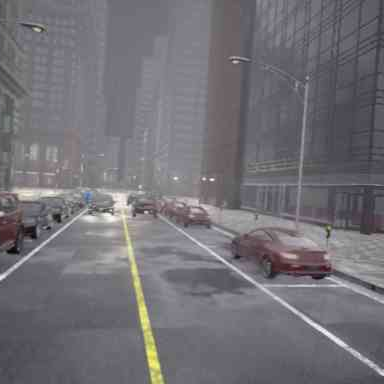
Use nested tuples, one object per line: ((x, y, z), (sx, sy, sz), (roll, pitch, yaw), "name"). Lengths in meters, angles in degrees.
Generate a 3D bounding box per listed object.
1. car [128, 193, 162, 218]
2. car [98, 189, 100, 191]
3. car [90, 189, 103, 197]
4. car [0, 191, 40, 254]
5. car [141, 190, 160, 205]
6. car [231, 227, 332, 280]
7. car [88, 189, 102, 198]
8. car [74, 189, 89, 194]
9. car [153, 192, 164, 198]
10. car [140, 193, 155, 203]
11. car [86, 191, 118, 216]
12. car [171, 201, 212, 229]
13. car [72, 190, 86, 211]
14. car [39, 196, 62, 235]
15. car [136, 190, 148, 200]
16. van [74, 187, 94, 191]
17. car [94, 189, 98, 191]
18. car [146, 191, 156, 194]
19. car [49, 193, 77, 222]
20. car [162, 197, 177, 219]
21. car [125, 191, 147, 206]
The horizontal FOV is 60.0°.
((-3.800, 1.157, 26.350), (1.837, 1.490, 4.892), (4, 0, -13), "car")
((-14.403, 0.443, 46.876), (1.802, 1.307, 4.206), (4, 0, -13), "car")
((-18.118, 0.119, 63.369), (2.008, 1.369, 4.403), (4, 0, -13), "car")
((-5.715, 0.889, 8.389), (2.192, 1.841, 5.009), (4, 0, -13), "car")
((-6.091, 0.747, 48.757), (2.192, 1.841, 5.009), (4, 0, -13), "car")
((2.562, 1.725, 10.276), (1.802, 1.307, 4.206), (4, 0, -13), "car")
((-16.880, 0.231, 57.871), (1.947, 1.339, 4.313), (4, 0, -13), "car")
((-10.687, 0.744, 30.382), (1.802, 1.307, 4.206), (4, 0, -13), "car")
((-2.383, 1.172, 32.266), (1.967, 1.590, 4.097), (4, 0, -13), "car")
((-7.346, 0.899, 54.255), (1.947, 1.339, 4.313), (4, 0, -13), "car")
((-6.907, 0.942, 25.818), (1.837, 1.490, 4.892), (4, 0, -12), "car")
((0.085, 1.518, 21.271), (1.802, 1.307, 4.206), (4, 0, -13), "car")
((-9.446, 0.815, 24.883), (2.008, 1.369, 4.403), (4, 0, -13), "car")
((-6.970, 1.036, 13.888), (1.947, 1.339, 4.313), (4, 0, -13), "car")
((-9.816, 0.578, 65.250), (1.967, 1.590, 4.097), (4, 0, -13), "car")
((-11.910, 0.403, 35.879), (1.690, 1.788, 3.998), (4, 0, -13), "van")
((-13.123, 0.489, 41.212), (1.752, 1.417, 4.829), (4, 0, -13), "car")
((-4.852, 0.846, 43.259), (2.192, 1.841, 5.009), (4, 0, -13), "car")
((-8.209, 0.932, 19.386), (1.947, 1.339, 4.313), (4, 0, -13), "car")
((-1.154, 1.415, 26.769), (1.802, 1.307, 4.206), (4, 0, -13), "car")
((-6.724, 0.918, 39.227), (1.837, 1.490, 4.892), (4, 1, -12), "car")
